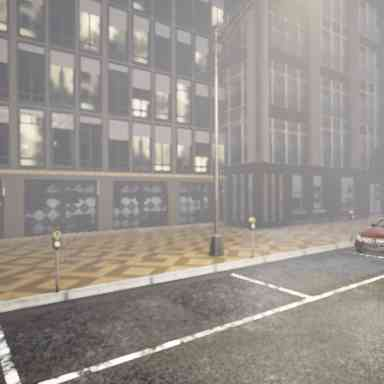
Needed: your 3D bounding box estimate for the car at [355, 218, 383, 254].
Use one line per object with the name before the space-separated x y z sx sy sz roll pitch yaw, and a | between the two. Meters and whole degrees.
car | 7.570 1.505 11.958 4.206 1.307 1.802 0 0 -35
